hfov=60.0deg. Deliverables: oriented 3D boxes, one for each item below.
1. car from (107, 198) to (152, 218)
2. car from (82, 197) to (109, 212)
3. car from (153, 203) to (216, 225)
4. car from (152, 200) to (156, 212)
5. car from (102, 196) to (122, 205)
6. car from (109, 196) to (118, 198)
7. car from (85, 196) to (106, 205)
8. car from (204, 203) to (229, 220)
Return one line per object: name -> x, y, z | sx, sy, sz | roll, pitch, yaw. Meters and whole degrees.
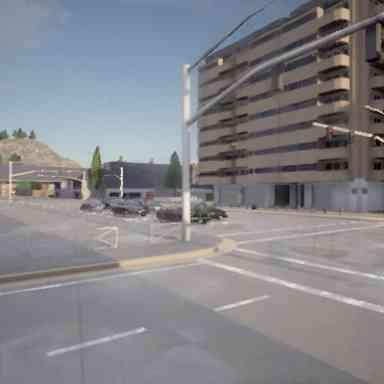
car -> -6.055, 1.582, 31.835 | 1.837, 1.490, 4.892 | 0, 0, -35
car -> -11.819, 1.603, 39.988 | 1.812, 1.442, 4.674 | 0, 0, -35
car -> -0.672, 1.678, 24.231 | 1.895, 1.301, 4.718 | 0, 0, -35
car -> -4.886, 1.575, 36.244 | 2.128, 1.511, 4.902 | 0, 0, -35
car -> -15.266, 1.586, 63.358 | 2.128, 1.511, 4.902 | 0, 0, -35
car -> -10.816, 1.575, 44.645 | 2.128, 1.511, 4.902 | 0, 0, -35
car -> -17.583, 1.581, 60.571 | 2.128, 1.511, 4.902 | 0, 0, -35
car -> 0.740, 1.630, 28.293 | 2.033, 1.411, 5.357 | 0, 0, -35
